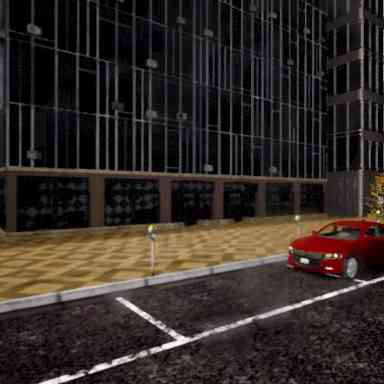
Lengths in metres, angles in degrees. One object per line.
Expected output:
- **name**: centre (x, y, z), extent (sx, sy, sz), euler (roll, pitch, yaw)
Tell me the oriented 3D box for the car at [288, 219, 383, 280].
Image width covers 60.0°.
- **car**: centre (4.765, 1.540, 9.955), extent (4.507, 1.381, 1.887), euler (0, 0, -35)
